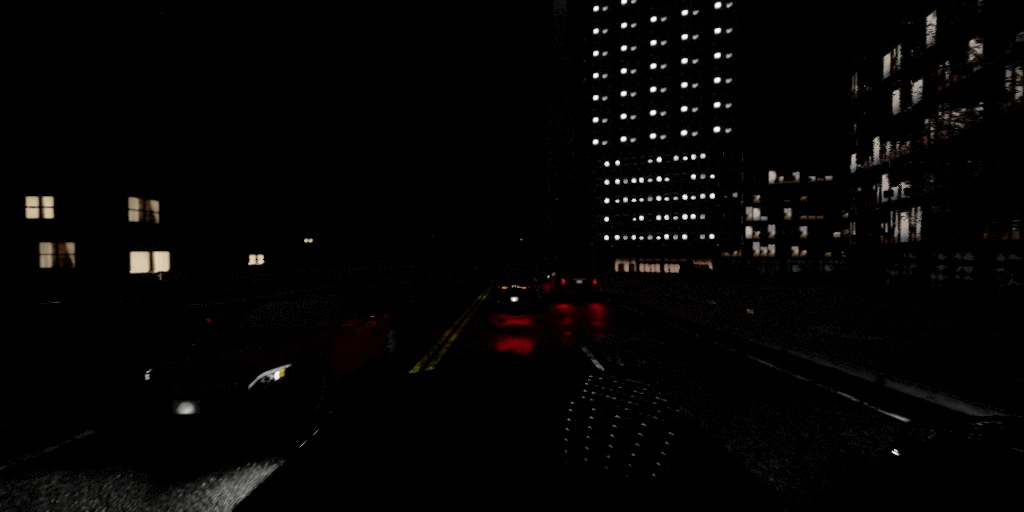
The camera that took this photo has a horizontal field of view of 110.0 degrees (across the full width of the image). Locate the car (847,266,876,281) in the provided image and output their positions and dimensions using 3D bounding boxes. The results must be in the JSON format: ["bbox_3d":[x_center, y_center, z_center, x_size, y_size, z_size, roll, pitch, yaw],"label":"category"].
[{"bbox_3d":[38.985,2.013,37.916,5.009,1.841,2.192,0,0,20],"label":"car"}]

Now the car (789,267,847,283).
[{"bbox_3d":[33.662,2.224,39.866,4.507,1.381,1.888,0,0,20],"label":"car"}]

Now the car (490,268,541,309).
[{"bbox_3d":[0.092,1.440,16.180,1.837,1.490,4.892,0,-1,0],"label":"car"}]

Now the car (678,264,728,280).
[{"bbox_3d":[23.016,1.956,43.766,5.009,1.841,2.192,0,0,20],"label":"car"}]

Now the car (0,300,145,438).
[{"bbox_3d":[-6.599,1.357,5.086,1.994,1.385,4.181,0,-1,0],"label":"car"}]

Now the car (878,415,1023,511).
[{"bbox_3d":[3.350,1.238,0.326,1.837,1.490,4.892,0,0,0],"label":"car"}]

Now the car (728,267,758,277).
[{"bbox_3d":[31.050,2.105,49.216,4.403,1.370,2.007,0,0,20],"label":"car"}]

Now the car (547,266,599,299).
[{"bbox_3d":[3.345,1.337,19.891,2.097,1.767,4.553,0,-1,0],"label":"car"}]

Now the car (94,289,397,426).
[{"bbox_3d":[-3.350,1.330,6.019,1.812,1.442,4.674,0,-1,0],"label":"car"}]

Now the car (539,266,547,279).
[{"bbox_3d":[3.346,1.693,34.960,1.837,1.490,4.892,0,-1,0],"label":"car"}]
